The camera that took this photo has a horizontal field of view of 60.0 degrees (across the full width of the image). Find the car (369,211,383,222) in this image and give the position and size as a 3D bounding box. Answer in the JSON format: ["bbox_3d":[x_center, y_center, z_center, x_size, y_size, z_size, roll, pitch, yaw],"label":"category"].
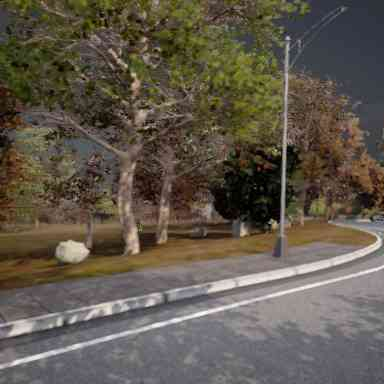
[{"bbox_3d":[23.377,2.985,40.073,4.902,1.511,2.128,3,-2,-32],"label":"car"}]
